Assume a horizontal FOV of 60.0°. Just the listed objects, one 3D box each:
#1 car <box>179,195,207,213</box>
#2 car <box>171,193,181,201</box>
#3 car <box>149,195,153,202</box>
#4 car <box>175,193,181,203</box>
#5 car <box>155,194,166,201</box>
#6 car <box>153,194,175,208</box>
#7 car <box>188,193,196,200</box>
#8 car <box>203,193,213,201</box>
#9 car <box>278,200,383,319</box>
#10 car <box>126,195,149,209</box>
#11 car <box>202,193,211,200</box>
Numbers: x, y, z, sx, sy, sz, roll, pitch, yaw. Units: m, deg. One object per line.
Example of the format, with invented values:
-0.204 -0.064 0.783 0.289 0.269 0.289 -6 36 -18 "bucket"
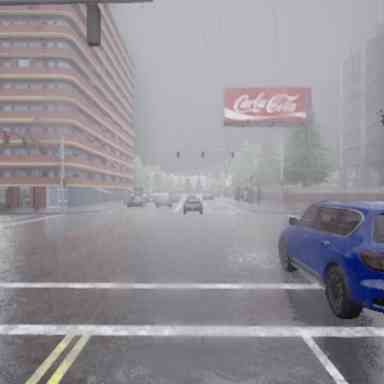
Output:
0.101 1.320 33.678 2.128 1.511 4.902 0 0 0 "car"
-3.500 1.072 74.261 1.882 1.535 5.008 0 0 0 "car"
-7.051 1.195 58.255 2.128 1.511 4.902 0 0 0 "car"
-3.540 1.261 59.403 1.994 1.385 4.181 0 0 0 "car"
-7.000 1.196 73.698 1.895 1.301 4.718 0 0 0 "car"
-3.584 1.307 42.973 1.812 1.442 4.674 0 1 0 "car"
0.000 1.073 81.220 2.033 1.411 5.357 0 0 0 "car"
3.500 0.983 72.397 2.097 1.767 4.553 0 0 0 "car"
3.593 1.184 7.396 2.150 2.045 5.566 0 0 0 "car"
-7.085 1.260 42.530 1.882 1.535 5.008 0 0 0 "car"
3.500 1.058 81.221 1.812 1.442 4.674 0 0 0 "car"
